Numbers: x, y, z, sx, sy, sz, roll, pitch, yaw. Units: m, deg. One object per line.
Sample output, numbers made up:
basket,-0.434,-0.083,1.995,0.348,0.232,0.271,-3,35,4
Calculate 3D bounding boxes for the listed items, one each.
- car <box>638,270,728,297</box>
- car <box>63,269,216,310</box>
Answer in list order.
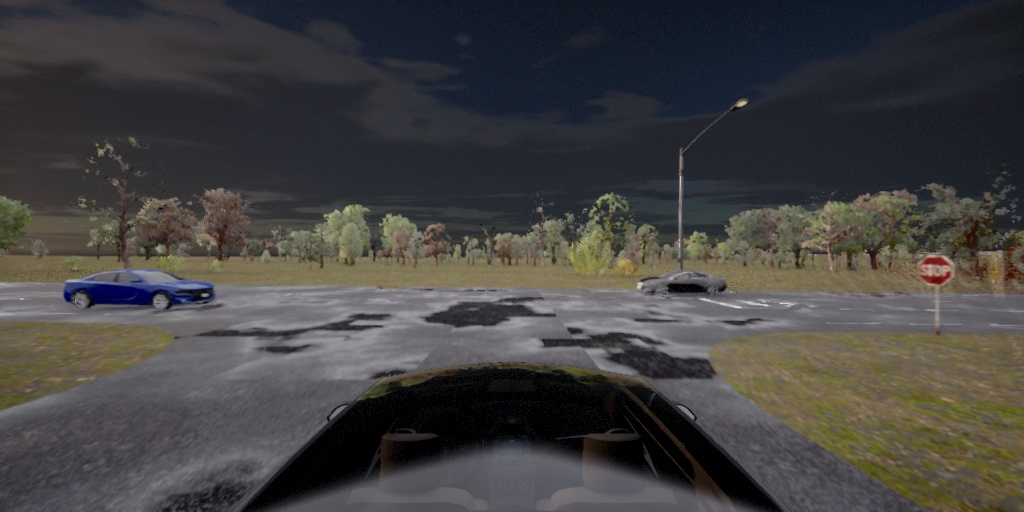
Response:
car,9.980,1.593,21.136,4.902,1.511,2.128,0,0,1
car,-14.854,1.280,14.470,5.008,1.535,1.882,1,0,1
